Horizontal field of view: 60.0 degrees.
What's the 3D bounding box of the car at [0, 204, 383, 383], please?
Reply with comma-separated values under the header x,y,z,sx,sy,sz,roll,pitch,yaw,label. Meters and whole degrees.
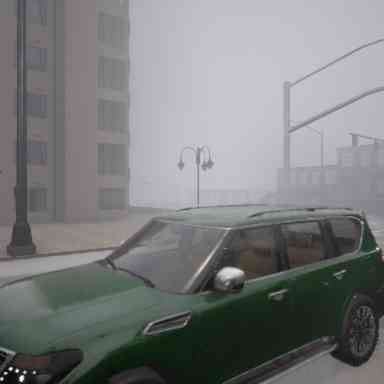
x,y,z,sx,sy,sz,roll,pitch,yaw,label
0.355,1.221,4.264,5.566,2.045,2.150,0,0,-36,car
